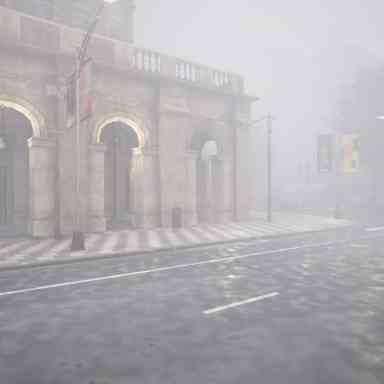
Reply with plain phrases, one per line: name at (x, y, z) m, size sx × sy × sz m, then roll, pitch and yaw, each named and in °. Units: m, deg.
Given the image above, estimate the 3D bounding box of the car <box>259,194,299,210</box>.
car at (11.226, 1.222, 43.431) m, size 2.150 × 2.045 × 5.566 m, roll 0°, pitch 0°, yaw -36°

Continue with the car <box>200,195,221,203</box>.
car at (4.069, 1.473, 73.293) m, size 1.882 × 1.535 × 5.008 m, roll 0°, pitch 0°, yaw -36°

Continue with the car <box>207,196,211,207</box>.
car at (1.169, 1.595, 46.040) m, size 1.895 × 1.301 × 4.718 m, roll 0°, pitch 0°, yaw -36°

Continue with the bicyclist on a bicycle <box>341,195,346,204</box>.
bicyclist on a bicycle at (25.798, 1.300, 56.543) m, size 1.656 × 1.620 × 0.582 m, roll 0°, pitch 0°, yaw -36°
